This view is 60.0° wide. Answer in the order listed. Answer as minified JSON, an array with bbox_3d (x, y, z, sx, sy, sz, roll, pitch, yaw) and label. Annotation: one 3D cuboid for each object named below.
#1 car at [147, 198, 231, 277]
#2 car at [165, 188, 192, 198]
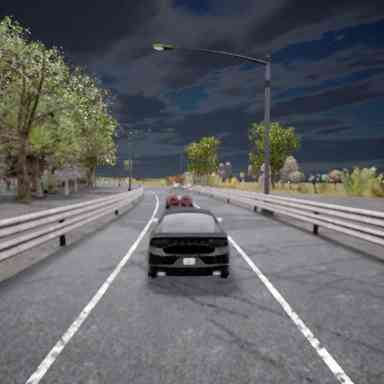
[{"bbox_3d":[-0.123,1.166,9.249,1.882,1.535,5.008,0,2,-2],"label":"car"},{"bbox_3d":[-1.121,0.427,27.498,2.097,1.767,4.553,0,2,-4],"label":"car"}]
